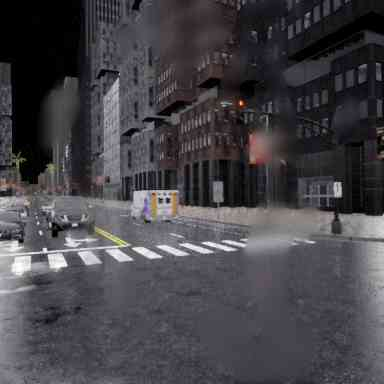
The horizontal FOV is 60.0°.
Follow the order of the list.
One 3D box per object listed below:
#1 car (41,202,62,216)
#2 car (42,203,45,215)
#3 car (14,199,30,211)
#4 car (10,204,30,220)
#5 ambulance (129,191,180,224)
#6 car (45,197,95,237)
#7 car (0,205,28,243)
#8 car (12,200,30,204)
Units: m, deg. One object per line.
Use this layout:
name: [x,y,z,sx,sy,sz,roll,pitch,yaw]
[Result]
car: [-15.891,1.866,37.506,1.895,1.301,4.718,0,0,-26]
car: [-11.487,1.727,28.395,1.812,1.442,4.674,0,0,-26]
car: [-24.488,1.837,47.984,1.882,1.535,5.008,0,0,-26]
car: [-13.350,1.804,24.775,1.895,1.301,4.718,0,0,-26]
ambulance: [-3.253,1.161,26.519,2.351,2.431,6.366,0,0,-26]
car: [-7.234,1.358,19.616,2.150,2.045,5.566,0,0,-26]
car: [-9.313,1.646,16.448,1.837,1.490,4.892,0,0,-26]
car: [-17.724,1.831,33.819,1.994,1.385,4.181,0,0,-26]
